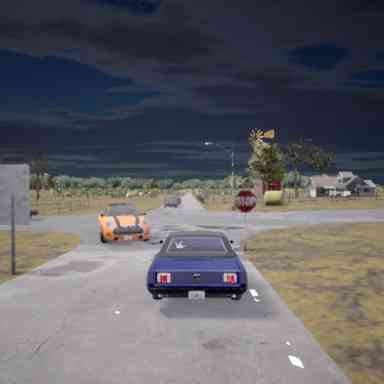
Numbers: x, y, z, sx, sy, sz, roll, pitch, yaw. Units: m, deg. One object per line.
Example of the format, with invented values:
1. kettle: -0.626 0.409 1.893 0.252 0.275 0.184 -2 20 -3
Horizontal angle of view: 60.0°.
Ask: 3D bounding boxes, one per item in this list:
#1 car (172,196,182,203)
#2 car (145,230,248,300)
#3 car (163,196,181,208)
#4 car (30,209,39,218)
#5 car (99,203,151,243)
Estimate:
1. car: -3.088 1.552 68.952 1.837 1.490 4.892 0 -1 0
2. car: 0.110 1.598 8.310 1.895 1.301 4.718 0 0 0
3. car: -3.005 1.518 48.021 1.837 1.490 4.892 0 0 -1
4. car: -16.170 1.855 29.229 4.718 1.301 1.895 -1 1 -1
5. car: -3.343 1.350 16.082 2.097 1.767 4.553 0 0 -18
